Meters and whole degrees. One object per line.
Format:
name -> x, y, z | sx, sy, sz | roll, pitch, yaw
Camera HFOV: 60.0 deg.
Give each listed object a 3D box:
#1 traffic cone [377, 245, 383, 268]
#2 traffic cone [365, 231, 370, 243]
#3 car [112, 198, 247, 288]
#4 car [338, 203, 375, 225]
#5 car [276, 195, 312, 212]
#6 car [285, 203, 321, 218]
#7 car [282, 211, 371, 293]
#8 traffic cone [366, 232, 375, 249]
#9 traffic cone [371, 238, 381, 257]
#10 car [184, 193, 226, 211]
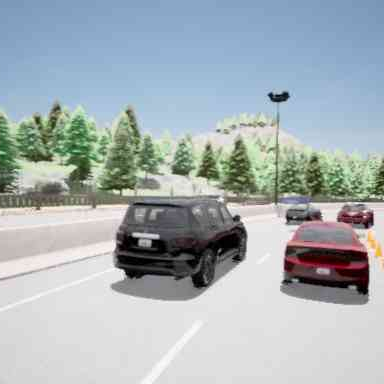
traffic cone -> 6.157, 2.099, 10.513 | 0.340, 0.580, 0.340 | 2, 0, 23
traffic cone -> 8.526, 2.151, 16.026 | 0.340, 0.580, 0.340 | 2, 0, 23
car -> 0.012, 1.201, 9.583 | 2.150, 2.045, 5.566 | 1, 0, 22
car -> 12.345, 1.632, 24.955 | 2.097, 1.767, 4.553 | 2, 0, 34
car -> 13.352, 1.488, 43.310 | 2.150, 2.045, 5.566 | 2, 0, 43
car -> 8.742, 1.672, 25.889 | 2.128, 1.511, 4.902 | 2, 0, 33
car -> 3.752, 1.559, 9.366 | 1.882, 1.535, 5.008 | 1, 0, 23
traffic cone -> 7.736, 2.134, 14.188 | 0.340, 0.580, 0.340 | 2, 0, 23
traffic cone -> 6.947, 2.116, 12.351 | 0.340, 0.580, 0.340 | 2, 0, 23
car -> 1.657, 1.180, 40.315 | 2.150, 2.045, 5.566 | 2, 0, 38
